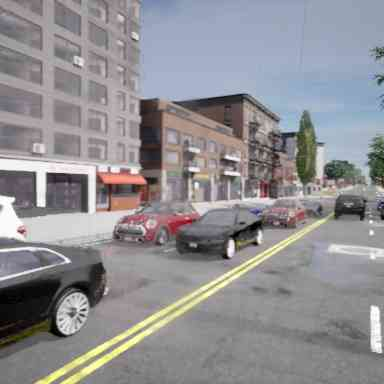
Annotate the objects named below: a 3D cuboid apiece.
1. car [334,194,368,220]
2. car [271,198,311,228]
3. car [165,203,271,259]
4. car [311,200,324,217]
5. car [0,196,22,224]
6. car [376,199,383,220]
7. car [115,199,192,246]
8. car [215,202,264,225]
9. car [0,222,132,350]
[{"bbox_3d":[13.336,1.193,27.960,2.150,2.045,5.566,1,0,29],"label":"car"},{"bbox_3d":[6.009,1.259,21.388,2.097,1.767,4.553,1,0,29],"label":"car"},{"bbox_3d":[1.236,1.378,12.509,1.882,1.535,5.008,1,1,29],"label":"car"},{"bbox_3d":[10.872,1.463,30.514,2.033,1.411,5.357,1,0,29],"label":"car"},{"bbox_3d":[-5.881,1.073,6.068,2.150,2.045,5.566,1,1,29],"label":"car"},{"bbox_3d":[16.820,1.576,27.798,2.033,1.411,5.357,1,0,28],"label":"car"},{"bbox_3d":[-1.330,1.197,14.591,2.097,1.767,4.553,1,1,29],"label":"car"},{"bbox_3d":[3.504,1.452,23.597,1.895,1.301,4.718,1,0,29],"label":"car"},{"bbox_3d":[-3.216,1.399,4.176,2.128,1.511,4.902,1,1,29],"label":"car"}]
